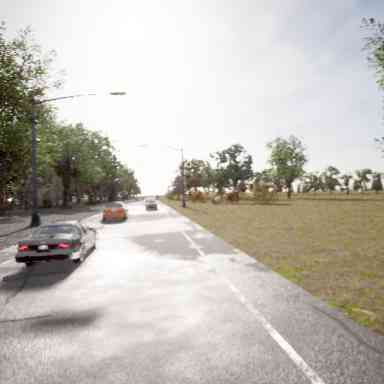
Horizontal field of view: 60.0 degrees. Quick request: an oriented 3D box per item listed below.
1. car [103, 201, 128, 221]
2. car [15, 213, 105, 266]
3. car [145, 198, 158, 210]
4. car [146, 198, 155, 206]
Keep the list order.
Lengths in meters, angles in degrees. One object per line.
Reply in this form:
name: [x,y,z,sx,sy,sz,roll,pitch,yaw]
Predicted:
car: [-7.399,1.759,32.497,2.097,1.767,4.553,-2,0,-7]
car: [-4.867,1.771,12.687,2.033,1.411,5.357,-2,0,-7]
car: [-6.169,2.008,50.555,2.033,1.411,5.357,-2,0,-7]
car: [-9.098,2.173,72.736,1.837,1.490,4.892,-2,0,-7]
